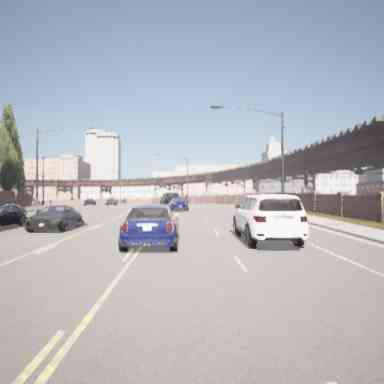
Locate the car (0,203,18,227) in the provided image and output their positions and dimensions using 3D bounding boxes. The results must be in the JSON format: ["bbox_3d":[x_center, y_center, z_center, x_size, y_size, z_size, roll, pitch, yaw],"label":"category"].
[{"bbox_3d":[-11.126,1.375,18.856,2.128,1.511,4.902,0,0,-2],"label":"car"}]

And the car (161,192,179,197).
[{"bbox_3d":[-3.047,1.058,46.190,2.150,2.045,5.566,0,-1,-14],"label":"car"}]

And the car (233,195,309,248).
[{"bbox_3d":[3.207,1.127,14.513,2.150,2.045,5.566,0,0,-1],"label":"car"}]

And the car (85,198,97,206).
[{"bbox_3d":[-18.196,1.779,59.334,1.994,1.385,4.181,0,-2,-21],"label":"car"}]

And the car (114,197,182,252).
[{"bbox_3d":[-1.600,1.264,13.628,2.097,1.767,4.553,0,0,-1],"label":"car"}]

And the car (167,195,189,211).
[{"bbox_3d":[-1.462,1.306,36.374,1.812,1.442,4.674,0,0,-8],"label":"car"}]

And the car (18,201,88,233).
[{"bbox_3d":[-7.628,1.447,18.707,1.994,1.385,4.181,0,0,-2],"label":"car"}]

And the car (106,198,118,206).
[{"bbox_3d":[-14.179,1.711,58.788,2.033,1.411,5.357,0,-2,-19],"label":"car"}]
